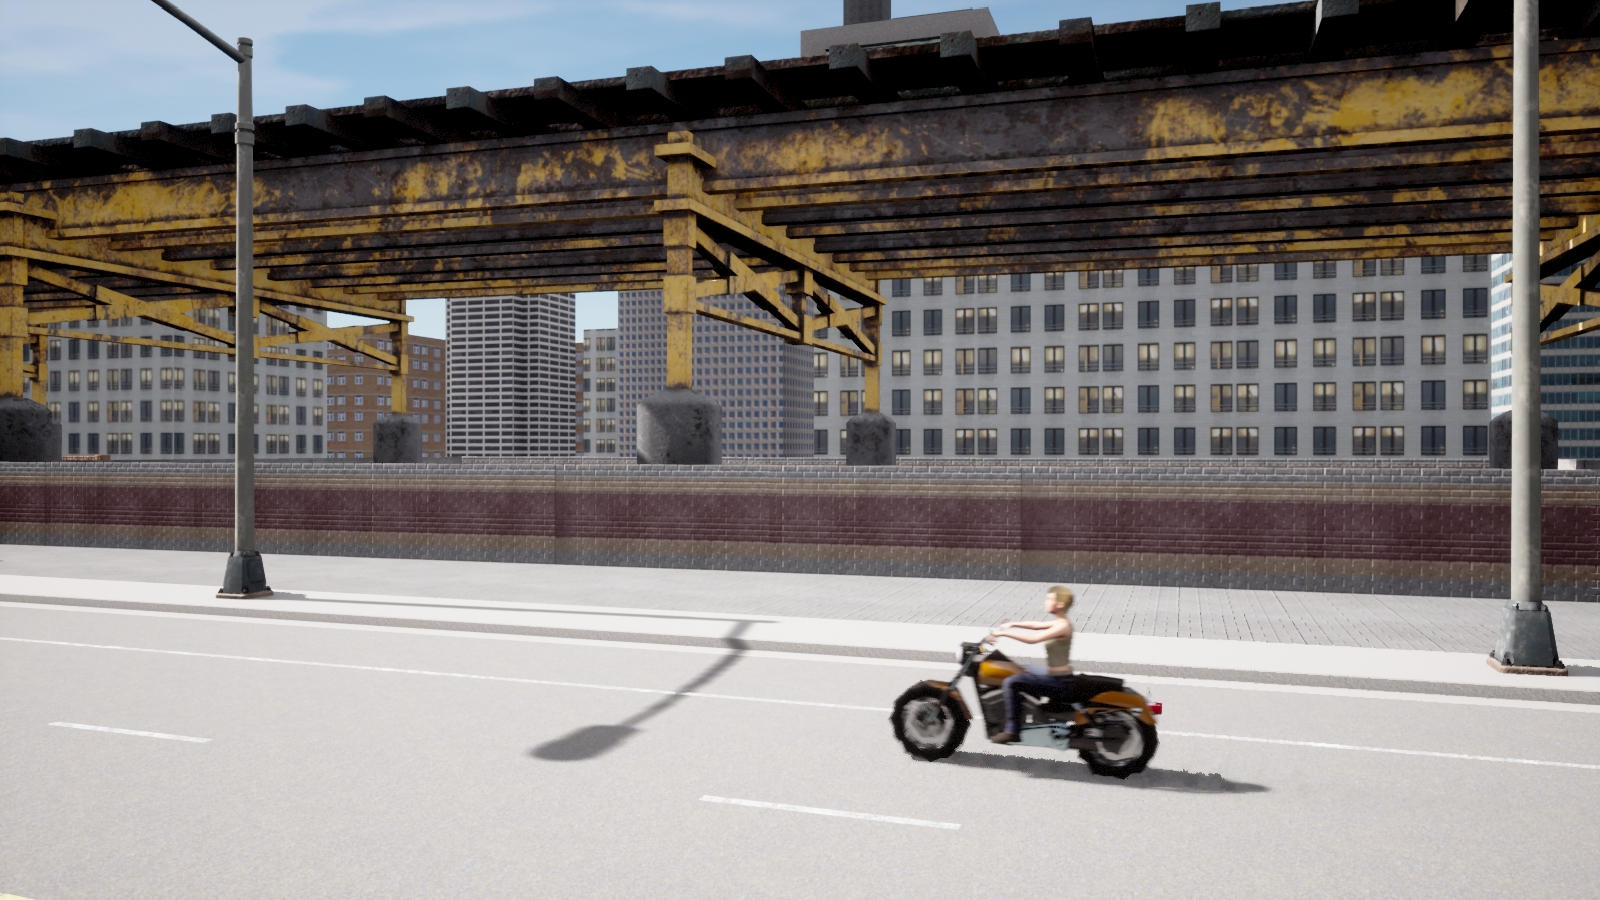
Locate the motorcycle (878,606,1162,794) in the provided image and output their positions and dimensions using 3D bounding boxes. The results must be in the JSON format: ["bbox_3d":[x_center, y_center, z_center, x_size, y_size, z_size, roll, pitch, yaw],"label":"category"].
[{"bbox_3d":[1.933,2.142,10.063,2.356,1.332,0.764,0,0,20],"label":"motorcycle"}]
